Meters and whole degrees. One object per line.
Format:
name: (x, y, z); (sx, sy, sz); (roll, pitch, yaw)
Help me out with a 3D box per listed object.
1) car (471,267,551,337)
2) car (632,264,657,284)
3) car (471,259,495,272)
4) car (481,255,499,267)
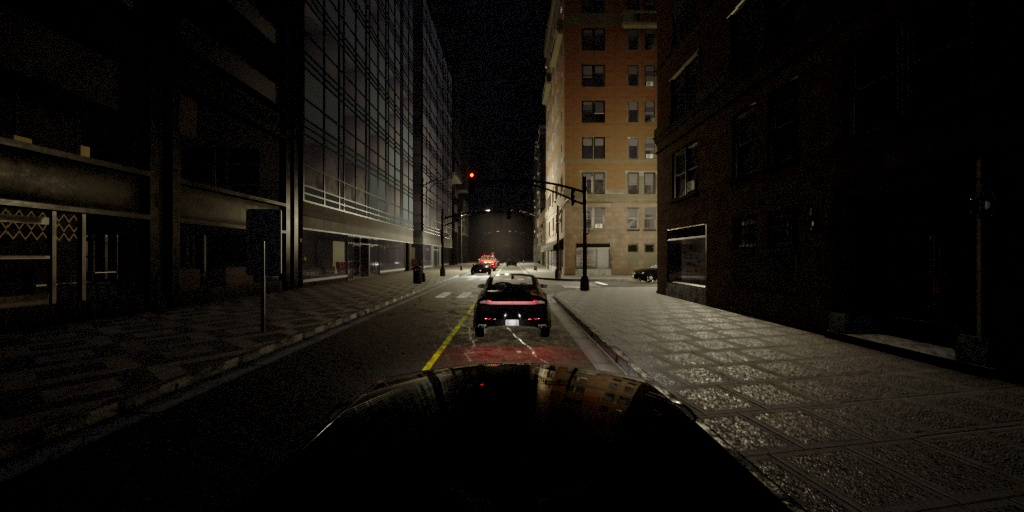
car: (0.016, 1.240, 10.256); (2.128, 1.511, 4.902); (0, 0, 0)
car: (11.256, 1.197, 26.087); (4.902, 1.511, 2.128); (0, 0, 0)
car: (-3.210, 1.291, 38.129); (1.994, 1.385, 4.181); (0, 0, 0)
car: (-3.232, 0.940, 47.548); (2.150, 2.045, 5.566); (0, 0, 0)
